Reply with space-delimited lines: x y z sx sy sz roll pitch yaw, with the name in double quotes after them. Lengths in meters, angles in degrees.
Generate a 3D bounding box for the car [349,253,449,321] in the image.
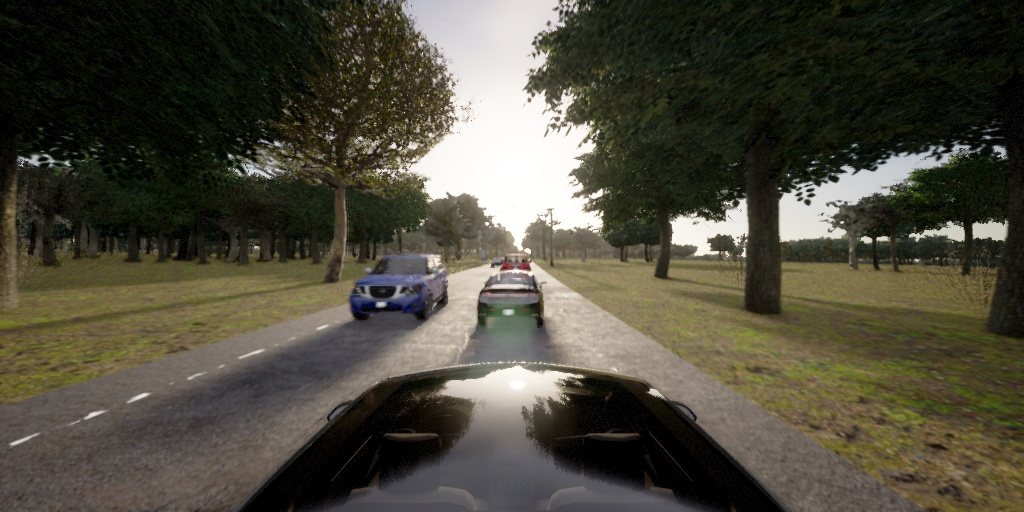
-3.632 0.924 12.623 2.150 2.045 5.566 0 1 -1 "car"

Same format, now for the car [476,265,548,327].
0.088 1.203 11.386 2.128 1.511 4.902 0 0 4 "car"

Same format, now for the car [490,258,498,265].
-2.385 1.083 57.724 1.837 1.490 4.892 0 1 2 "car"

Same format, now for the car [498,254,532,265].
0.339 0.886 27.176 2.150 2.045 5.566 0 0 2 "car"
